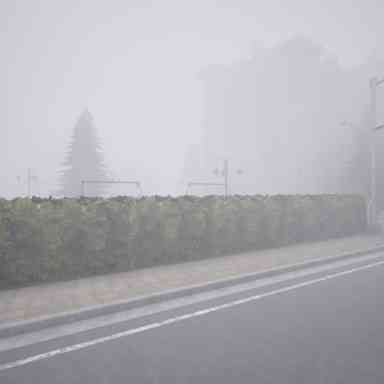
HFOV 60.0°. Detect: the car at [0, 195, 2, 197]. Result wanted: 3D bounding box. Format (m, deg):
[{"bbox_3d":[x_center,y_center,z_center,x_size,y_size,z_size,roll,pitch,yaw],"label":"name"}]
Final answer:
[{"bbox_3d":[-40.266,1.374,67.273,3.633,1.501,1.845,0,0,-37],"label":"car"}]
